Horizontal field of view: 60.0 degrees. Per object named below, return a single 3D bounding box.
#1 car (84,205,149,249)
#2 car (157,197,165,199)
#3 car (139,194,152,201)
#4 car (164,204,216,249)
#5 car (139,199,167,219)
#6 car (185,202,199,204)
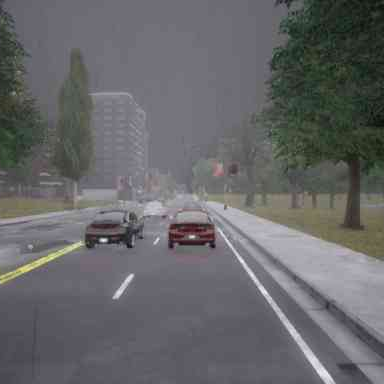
[{"bbox_3d":[-3.250,1.530,14.652,1.837,1.490,4.892,0,0,0],"label":"car"},{"bbox_3d":[-6.500,1.772,69.719,1.837,1.490,4.892,0,-1,0],"label":"car"},{"bbox_3d":[-9.750,1.497,69.692,2.150,2.045,5.566,0,-1,0],"label":"car"},{"bbox_3d":[0.000,1.499,14.653,1.882,1.535,5.008,0,0,0],"label":"car"},{"bbox_3d":[-3.250,1.596,29.654,1.812,1.442,4.674,0,0,0],"label":"car"},{"bbox_3d":[0.000,1.627,29.655,2.033,1.411,5.357,0,0,0],"label":"car"}]
